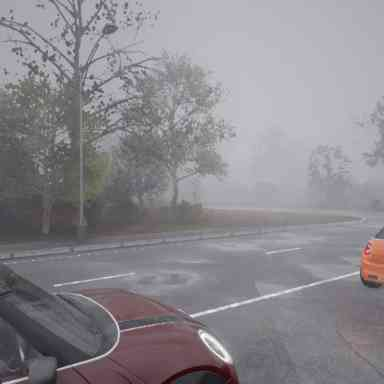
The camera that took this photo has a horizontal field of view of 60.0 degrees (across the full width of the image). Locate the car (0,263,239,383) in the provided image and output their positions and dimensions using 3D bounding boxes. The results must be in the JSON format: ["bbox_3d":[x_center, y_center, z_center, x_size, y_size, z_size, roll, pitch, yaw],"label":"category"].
[{"bbox_3d":[-1.777,1.352,2.444,4.553,1.767,2.097,0,0,-36],"label":"car"}]

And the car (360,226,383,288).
[{"bbox_3d":[6.089,1.352,7.997,4.553,1.767,2.097,0,0,-35],"label":"car"}]
